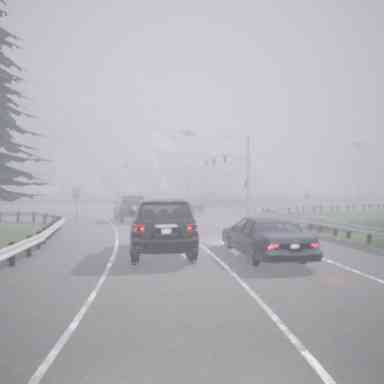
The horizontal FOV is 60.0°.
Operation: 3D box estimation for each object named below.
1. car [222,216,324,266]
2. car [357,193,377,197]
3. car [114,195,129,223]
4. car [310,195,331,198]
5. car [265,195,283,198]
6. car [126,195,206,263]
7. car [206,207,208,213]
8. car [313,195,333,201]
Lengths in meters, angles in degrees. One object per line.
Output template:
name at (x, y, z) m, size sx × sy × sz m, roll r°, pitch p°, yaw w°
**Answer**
car at (2.481, 1.552, 11.663) m, size 2.033 × 1.411 × 5.357 m, roll 0°, pitch 0°, yaw -8°
car at (39.506, 1.187, 75.080) m, size 5.566 × 2.045 × 2.150 m, roll 0°, pitch 0°, yaw -31°
car at (-4.933, 1.266, 26.631) m, size 2.150 × 2.045 × 5.566 m, roll 0°, pitch 0°, yaw -19°
car at (25.343, 1.496, 67.937) m, size 4.892 × 1.490 × 1.837 m, roll 0°, pitch 0°, yaw -20°
car at (18.768, 1.378, 76.677) m, size 4.553 × 1.767 × 2.097 m, roll 0°, pitch 0°, yaw -20°
car at (-1.139, 1.237, 12.263) m, size 2.150 × 2.045 × 5.566 m, roll 0°, pitch 0°, yaw -9°
car at (-0.012, 1.542, 33.414) m, size 1.837 × 1.490 × 4.892 m, roll -3°, pitch -1°, yaw 22°
car at (32.730, 1.514, 83.205) m, size 4.902 × 1.511 × 2.128 m, roll 0°, pitch 0°, yaw -31°
